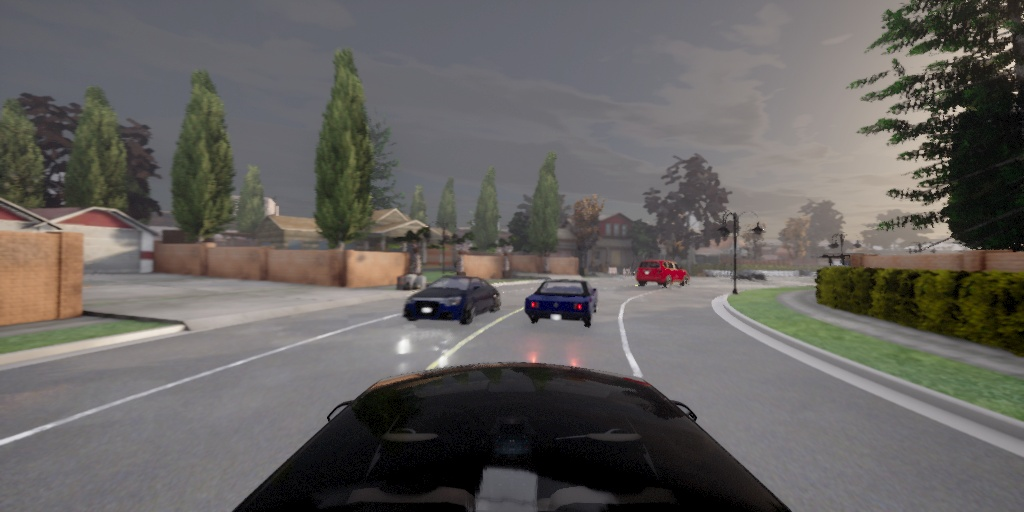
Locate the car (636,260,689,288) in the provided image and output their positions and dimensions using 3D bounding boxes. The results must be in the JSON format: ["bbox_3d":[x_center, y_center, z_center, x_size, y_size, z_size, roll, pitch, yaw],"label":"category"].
[{"bbox_3d":[11.743,1.374,27.901,5.566,2.045,2.150,2,-2,-44],"label":"car"}]

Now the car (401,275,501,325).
[{"bbox_3d":[-1.844,1.360,12.051,1.994,1.385,4.181,0,0,17],"label":"car"}]

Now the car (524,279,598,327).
[{"bbox_3d":[1.875,1.440,12.126,1.895,1.301,4.718,0,0,17],"label":"car"}]

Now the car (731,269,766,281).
[{"bbox_3d":[27.636,2.230,41.866,4.181,1.385,1.994,2,-1,-27],"label":"car"}]
